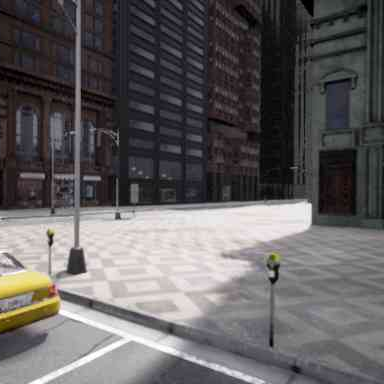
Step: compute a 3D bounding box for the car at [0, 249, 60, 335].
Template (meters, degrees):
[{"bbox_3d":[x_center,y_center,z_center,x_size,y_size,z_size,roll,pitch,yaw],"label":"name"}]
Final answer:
[{"bbox_3d":[-4.375,1.523,6.072,4.829,1.417,1.752,0,1,35],"label":"car"}]
